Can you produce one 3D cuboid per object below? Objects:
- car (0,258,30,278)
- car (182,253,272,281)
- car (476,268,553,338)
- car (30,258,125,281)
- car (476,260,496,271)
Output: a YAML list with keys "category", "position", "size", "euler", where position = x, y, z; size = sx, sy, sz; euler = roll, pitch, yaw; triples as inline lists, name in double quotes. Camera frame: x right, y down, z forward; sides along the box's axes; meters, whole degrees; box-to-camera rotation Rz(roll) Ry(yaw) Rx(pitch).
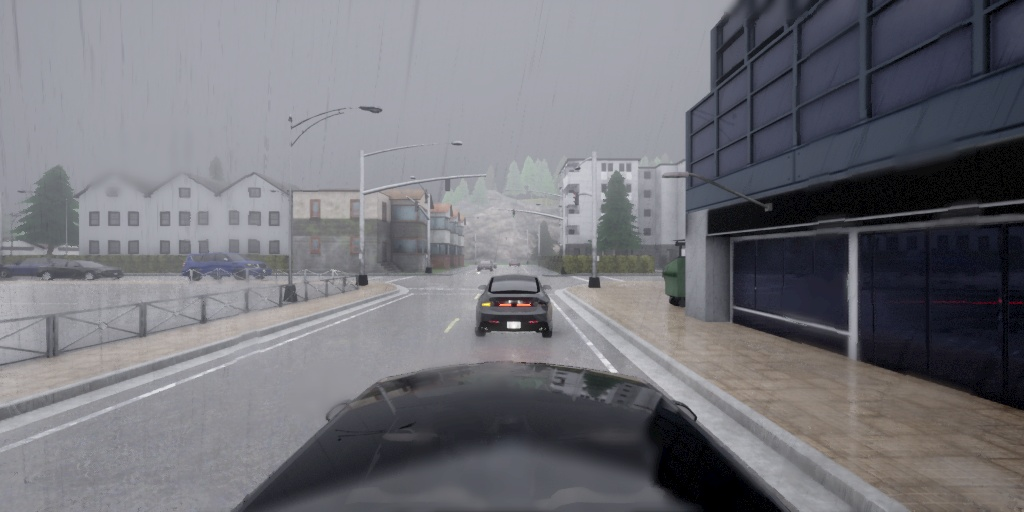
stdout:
- category: "car"
  position: [-39.812, 0.926, 30.196]
  size: [4.553, 1.767, 2.097]
  euler: [0, 0, 0]
- category: "car"
  position: [-20.931, 0.795, 26.400]
  size: [5.566, 2.045, 2.150]
  euler: [0, 0, 0]
- category: "car"
  position: [0.076, 1.255, 10.218]
  size: [1.837, 1.490, 4.892]
  euler: [0, 0, 1]
- category: "car"
  position: [-31.675, 1.051, 26.464]
  size: [5.008, 1.535, 1.882]
  euler: [0, 0, 1]
- category: "car"
  position: [-3.484, 1.276, 47.623]
  size: [1.812, 1.442, 4.674]
  euler: [0, 0, 0]
